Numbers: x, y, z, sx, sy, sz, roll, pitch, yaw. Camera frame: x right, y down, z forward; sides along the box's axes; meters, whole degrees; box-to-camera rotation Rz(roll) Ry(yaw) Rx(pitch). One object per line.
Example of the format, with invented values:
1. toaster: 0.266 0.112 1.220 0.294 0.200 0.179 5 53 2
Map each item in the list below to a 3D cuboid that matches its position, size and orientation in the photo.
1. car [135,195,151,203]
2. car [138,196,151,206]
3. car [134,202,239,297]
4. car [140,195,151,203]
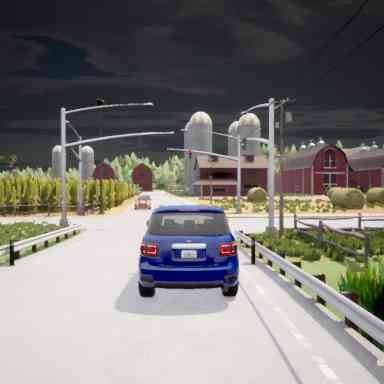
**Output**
1. car: -6.390 1.333 43.495 2.097 1.767 4.553 0 1 -7
2. car: -7.601 1.389 53.157 1.994 1.385 4.181 0 1 -8
3. car: -0.109 1.364 9.040 2.150 2.045 5.566 0 -2 -1
4. car: -8.849 1.229 63.121 1.994 1.385 4.181 0 1 -7
